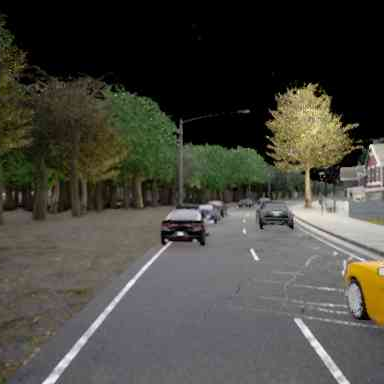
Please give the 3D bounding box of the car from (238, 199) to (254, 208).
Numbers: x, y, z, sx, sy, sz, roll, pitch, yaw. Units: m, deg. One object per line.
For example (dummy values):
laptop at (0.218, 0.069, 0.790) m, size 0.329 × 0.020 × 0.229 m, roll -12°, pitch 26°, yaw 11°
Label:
car at (8.028, 1.690, 48.813) m, size 1.895 × 1.301 × 4.718 m, roll 0°, pitch 0°, yaw 19°

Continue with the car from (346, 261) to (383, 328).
car at (3.770, 1.493, 4.265) m, size 1.882 × 1.535 × 5.008 m, roll 0°, pitch 0°, yaw 2°

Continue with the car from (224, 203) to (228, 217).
car at (2.278, 1.539, 31.442) m, size 1.882 × 1.535 × 5.008 m, roll 0°, pitch 0°, yaw 12°

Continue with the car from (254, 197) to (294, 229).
car at (5.436, 1.397, 22.195) m, size 2.097 × 1.767 × 4.553 m, roll 0°, pitch 0°, yaw 8°

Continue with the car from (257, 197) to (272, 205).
car at (13.940, 1.734, 63.903) m, size 1.994 × 1.385 × 4.181 m, roll 0°, pitch -1°, yaw 25°

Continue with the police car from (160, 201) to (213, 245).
police car at (-0.193, 1.460, 15.824) m, size 1.930 × 1.638 × 5.238 m, roll 0°, pitch 0°, yaw 6°

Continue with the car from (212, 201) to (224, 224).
car at (1.158, 1.577, 25.575) m, size 1.812 × 1.442 × 4.674 m, roll 0°, pitch 0°, yaw 10°
